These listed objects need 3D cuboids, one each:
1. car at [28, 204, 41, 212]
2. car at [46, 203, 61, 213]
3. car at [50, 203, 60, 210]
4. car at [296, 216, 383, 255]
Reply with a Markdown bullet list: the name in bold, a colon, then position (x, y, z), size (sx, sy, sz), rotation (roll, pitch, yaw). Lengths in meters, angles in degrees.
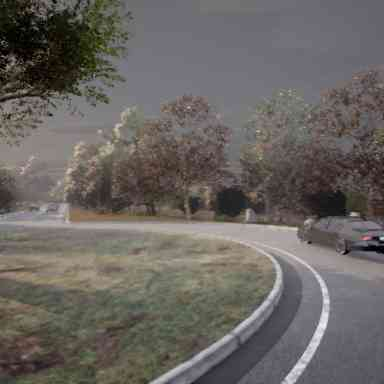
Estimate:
- **car**: position (-31.284, 3.158, 66.210), size (1.837, 1.490, 4.892), rotation (0, -1, -20)
- **car**: position (-25.609, 3.060, 60.962), size (2.033, 1.411, 5.357), rotation (0, -1, -20)
- **car**: position (-31.105, 3.225, 75.810), size (1.994, 1.385, 4.181), rotation (0, -1, -20)
- **car**: position (6.383, 1.731, 14.152), size (2.033, 1.411, 5.357), rotation (-1, -1, -7)
